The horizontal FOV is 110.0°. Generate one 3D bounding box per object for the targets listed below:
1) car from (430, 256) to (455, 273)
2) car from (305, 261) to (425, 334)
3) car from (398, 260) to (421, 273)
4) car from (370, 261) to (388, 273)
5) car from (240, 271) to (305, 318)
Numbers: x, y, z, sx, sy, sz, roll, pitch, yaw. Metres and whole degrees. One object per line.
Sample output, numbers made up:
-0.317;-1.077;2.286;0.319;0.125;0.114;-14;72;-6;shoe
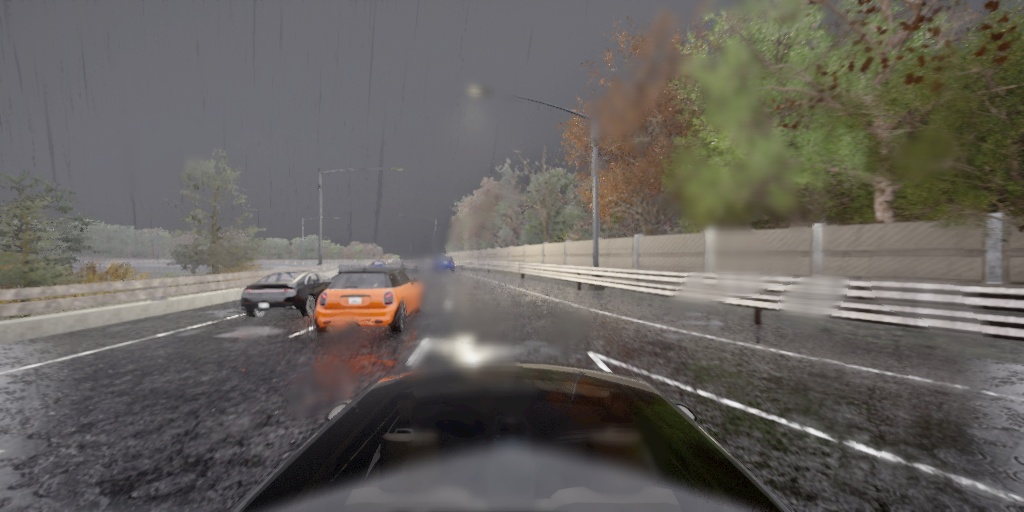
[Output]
-8.578;1.021;44.105;2.150;2.045;5.566;0;0;-22;car
-4.013;1.123;10.924;2.097;1.767;4.553;0;0;-4;car
-13.083;1.313;45.633;2.128;1.511;4.902;0;0;-24;car
-17.311;1.367;46.507;1.812;1.442;4.674;0;0;-25;car
-7.764;1.280;13.252;2.128;1.511;4.902;0;0;-6;car
